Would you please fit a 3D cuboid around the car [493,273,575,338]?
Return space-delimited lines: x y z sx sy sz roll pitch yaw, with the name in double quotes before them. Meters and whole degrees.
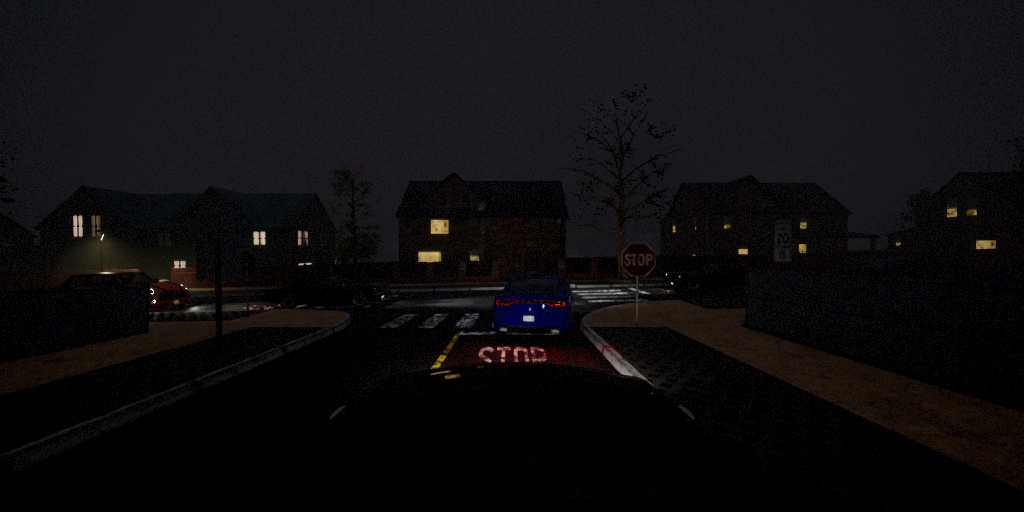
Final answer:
"car" 0.787 1.227 10.331 1.882 1.535 5.008 0 0 10

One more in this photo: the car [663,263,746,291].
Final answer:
"car" 10.412 1.034 18.465 4.718 1.301 1.895 -1 1 -1

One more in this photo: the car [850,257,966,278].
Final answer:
"car" 20.058 0.754 18.500 5.357 1.411 2.033 -1 1 0

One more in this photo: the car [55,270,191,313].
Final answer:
"car" -16.798 1.472 15.533 4.553 1.767 2.097 -1 1 0

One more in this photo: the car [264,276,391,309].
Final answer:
"car" -7.810 1.506 15.540 4.718 1.301 1.895 -1 1 0
